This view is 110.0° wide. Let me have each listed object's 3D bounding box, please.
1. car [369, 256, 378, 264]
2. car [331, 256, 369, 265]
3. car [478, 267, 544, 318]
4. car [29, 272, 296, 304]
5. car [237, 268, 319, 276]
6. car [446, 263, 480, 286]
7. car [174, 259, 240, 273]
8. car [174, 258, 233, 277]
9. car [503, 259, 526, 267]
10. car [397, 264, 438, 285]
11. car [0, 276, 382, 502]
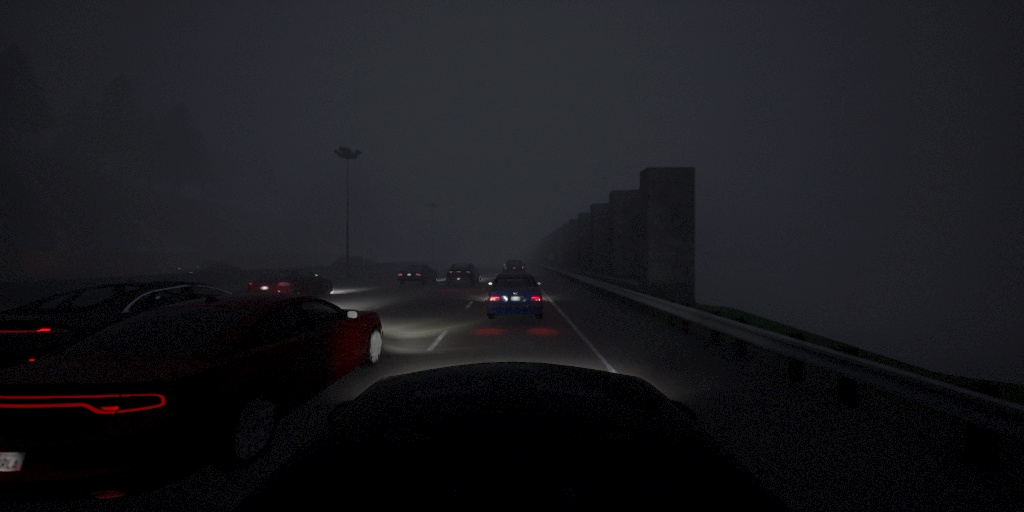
[{"bbox_3d":[-23.791,1.248,57.497,1.837,1.490,4.892,0,2,1],"label":"car"},{"bbox_3d":[-20.695,0.976,45.455,2.150,2.045,5.566,0,0,2],"label":"car"},{"bbox_3d":[0.101,1.298,13.019,2.033,1.411,5.357,0,0,0],"label":"car"},{"bbox_3d":[-6.898,1.242,7.135,2.128,1.511,4.902,0,0,0],"label":"car"},{"bbox_3d":[-10.398,1.314,17.082,1.994,1.385,4.181,0,0,0],"label":"car"},{"bbox_3d":[-3.379,1.242,25.206,2.128,1.511,4.902,0,0,0],"label":"car"},{"bbox_3d":[-24.529,1.228,29.043,1.882,1.535,5.008,0,0,1],"label":"car"},{"bbox_3d":[-31.405,1.101,36.739,2.097,1.767,4.553,0,0,1],"label":"car"},{"bbox_3d":[0.248,1.103,34.267,2.097,1.767,4.553,0,0,1],"label":"car"},{"bbox_3d":[-6.873,1.298,26.525,2.033,1.411,5.357,0,0,0],"label":"car"},{"bbox_3d":[-3.400,1.228,4.883,1.882,1.535,5.008,0,0,0],"label":"car"}]
